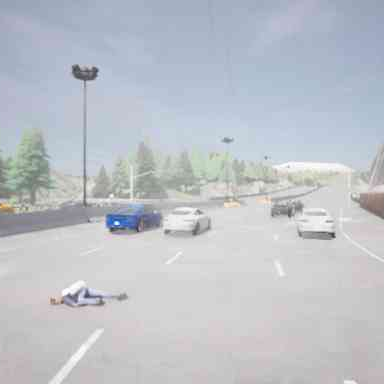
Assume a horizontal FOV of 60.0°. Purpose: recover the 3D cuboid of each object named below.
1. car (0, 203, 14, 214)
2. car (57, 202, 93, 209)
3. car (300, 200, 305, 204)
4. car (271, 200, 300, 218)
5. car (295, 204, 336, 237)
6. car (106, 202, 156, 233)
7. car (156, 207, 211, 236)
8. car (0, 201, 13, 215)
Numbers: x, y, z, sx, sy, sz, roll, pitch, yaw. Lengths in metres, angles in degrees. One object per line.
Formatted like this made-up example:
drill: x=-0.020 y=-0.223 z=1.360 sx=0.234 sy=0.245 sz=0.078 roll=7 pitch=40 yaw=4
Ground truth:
car: x=-18.800 y=1.619 z=30.306 sx=1.882 sy=1.535 sz=5.008 roll=0 pitch=0 yaw=21
car: x=-12.643 y=1.738 z=36.106 sx=1.994 sy=1.385 sz=4.181 roll=0 pitch=0 yaw=24
car: x=12.933 y=1.704 z=41.538 sx=2.128 sy=1.511 sz=4.902 roll=0 pitch=0 yaw=24
car: x=9.010 y=1.659 z=32.677 sx=2.128 sy=1.511 sz=4.902 roll=0 pitch=0 yaw=24
car: x=6.888 y=1.621 z=18.593 sx=1.812 sy=1.442 sz=4.674 roll=0 pitch=0 yaw=18
car: x=-3.418 y=1.578 z=20.653 sx=1.882 sy=1.535 sz=5.008 roll=0 pitch=0 yaw=17
car: x=-0.200 y=1.622 z=19.289 sx=1.812 sy=1.442 sz=4.674 roll=0 pitch=0 yaw=17
car: x=-21.002 y=1.724 z=34.262 sx=1.994 sy=1.385 sz=4.181 roll=0 pitch=0 yaw=22
